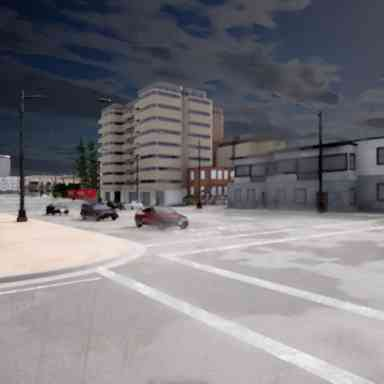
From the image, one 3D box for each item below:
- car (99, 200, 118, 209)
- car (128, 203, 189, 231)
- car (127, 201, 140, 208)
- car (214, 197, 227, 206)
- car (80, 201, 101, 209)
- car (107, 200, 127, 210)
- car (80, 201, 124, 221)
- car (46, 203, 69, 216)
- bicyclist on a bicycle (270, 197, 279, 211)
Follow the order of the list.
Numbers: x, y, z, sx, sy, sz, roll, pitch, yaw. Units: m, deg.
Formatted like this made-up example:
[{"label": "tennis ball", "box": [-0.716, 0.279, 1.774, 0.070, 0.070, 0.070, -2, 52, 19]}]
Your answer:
[{"label": "car", "box": [-16.036, 2.329, 63.442, 1.812, 1.442, 4.674, 0, 0, -37]}, {"label": "car", "box": [-2.104, 1.617, 21.474, 1.812, 1.442, 4.674, 0, -1, -37]}, {"label": "car", "box": [-9.804, 2.221, 55.244, 1.812, 1.442, 4.674, 0, -1, -37]}, {"label": "car", "box": [5.748, 1.711, 60.229, 1.970, 1.475, 3.806, 0, -1, -37]}, {"label": "car", "box": [-18.833, 2.358, 61.337, 2.033, 1.411, 5.357, 0, 0, -37]}, {"label": "car", "box": [-12.666, 2.210, 53.221, 1.837, 1.490, 4.892, 0, -1, -36]}, {"label": "car", "box": [-8.435, 1.812, 29.885, 2.033, 1.411, 5.357, 0, -1, -37]}, {"label": "car", "box": [-16.464, 2.059, 40.591, 2.128, 1.511, 4.902, 0, -1, -36]}, {"label": "bicyclist on a bicycle", "box": [9.714, 1.451, 38.990, 1.656, 1.620, 0.582, -1, -1, -37]}]
